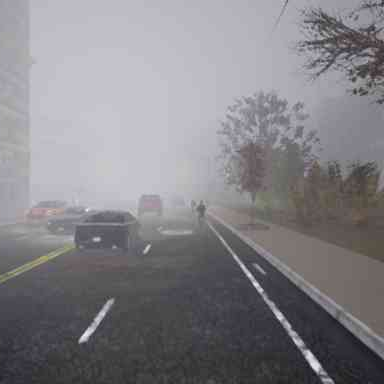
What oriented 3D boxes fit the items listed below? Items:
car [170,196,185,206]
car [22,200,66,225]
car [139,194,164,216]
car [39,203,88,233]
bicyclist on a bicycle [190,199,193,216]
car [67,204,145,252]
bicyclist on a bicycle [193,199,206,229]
[{"bbox_3d":[-2.305,1.581,56.087,1.994,1.385,4.181,0,0,-5],"label":"car"},{"bbox_3d":[-10.336,1.371,24.043,2.097,1.767,4.553,0,0,-2],"label":"car"},{"bbox_3d":[-4.001,1.239,32.750,2.150,2.045,5.566,0,0,-3],"label":"car"},{"bbox_3d":[-6.940,1.562,20.096,2.033,1.411,5.357,0,0,-2],"label":"car"},{"bbox_3d":[0.128,1.465,31.034,0.582,1.620,1.656,0,0,-3],"label":"bicyclist on a bicycle"},{"bbox_3d":[-3.337,1.486,13.980,1.882,1.535,5.008,0,0,-1],"label":"car"},{"bbox_3d":[0.555,1.379,20.006,0.659,1.776,1.843,0,0,-2],"label":"bicyclist on a bicycle"}]
